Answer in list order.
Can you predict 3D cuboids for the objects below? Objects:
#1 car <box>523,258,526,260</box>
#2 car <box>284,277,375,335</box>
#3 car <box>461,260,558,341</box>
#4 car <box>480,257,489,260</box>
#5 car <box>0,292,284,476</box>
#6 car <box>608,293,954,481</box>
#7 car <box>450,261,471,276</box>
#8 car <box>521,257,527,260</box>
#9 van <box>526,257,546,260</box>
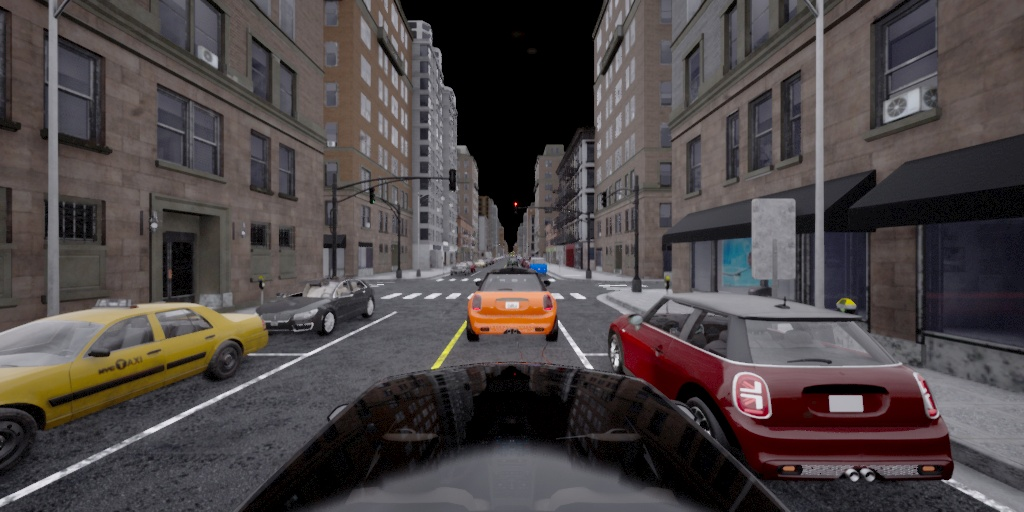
[{"bbox_3d":[2.709,1.310,48.735,1.802,1.307,4.207,0,0,0],"label":"car"},{"bbox_3d":[-5.375,1.297,10.295,2.007,1.370,4.403,0,0,0],"label":"car"},{"bbox_3d":[0.024,1.099,9.993,2.097,1.767,4.553,0,0,0],"label":"car"},{"bbox_3d":[-5.299,1.245,59.934,1.751,1.417,4.829,0,0,0],"label":"car"},{"bbox_3d":[-5.383,1.274,4.606,1.751,1.417,4.829,0,0,0],"label":"car"},{"bbox_3d":[2.642,1.188,4.773,1.967,1.591,4.097,0,0,0],"label":"car"},{"bbox_3d":[-5.333,1.284,37.376,2.007,1.370,4.403,0,0,0],"label":"car"},{"bbox_3d":[2.727,1.301,60.098,1.802,1.307,4.207,0,0,0],"label":"car"},{"bbox_3d":[2.692,1.074,37.373,1.690,1.789,3.998,0,0,0],"label":"van"}]
